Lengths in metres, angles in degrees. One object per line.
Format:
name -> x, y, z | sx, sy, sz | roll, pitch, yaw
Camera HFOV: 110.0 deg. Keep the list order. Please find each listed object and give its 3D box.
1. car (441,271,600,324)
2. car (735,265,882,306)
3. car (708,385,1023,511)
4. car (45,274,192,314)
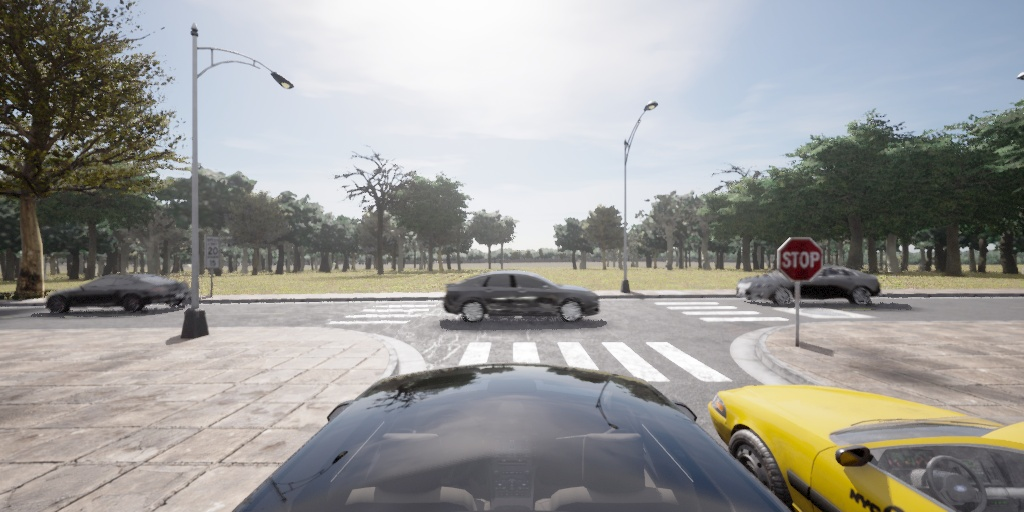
car -> 0.264, 1.230, 11.333 | 4.892, 1.490, 1.837 | 0, 0, 0
car -> 11.576, 1.112, 14.192 | 4.902, 1.511, 2.128 | 0, 0, 0
car -> 2.636, 1.275, 1.347 | 1.751, 1.417, 4.829 | 0, 0, 0
car -> -15.637, 1.458, 14.415 | 4.674, 1.442, 1.812 | -1, 0, 0
